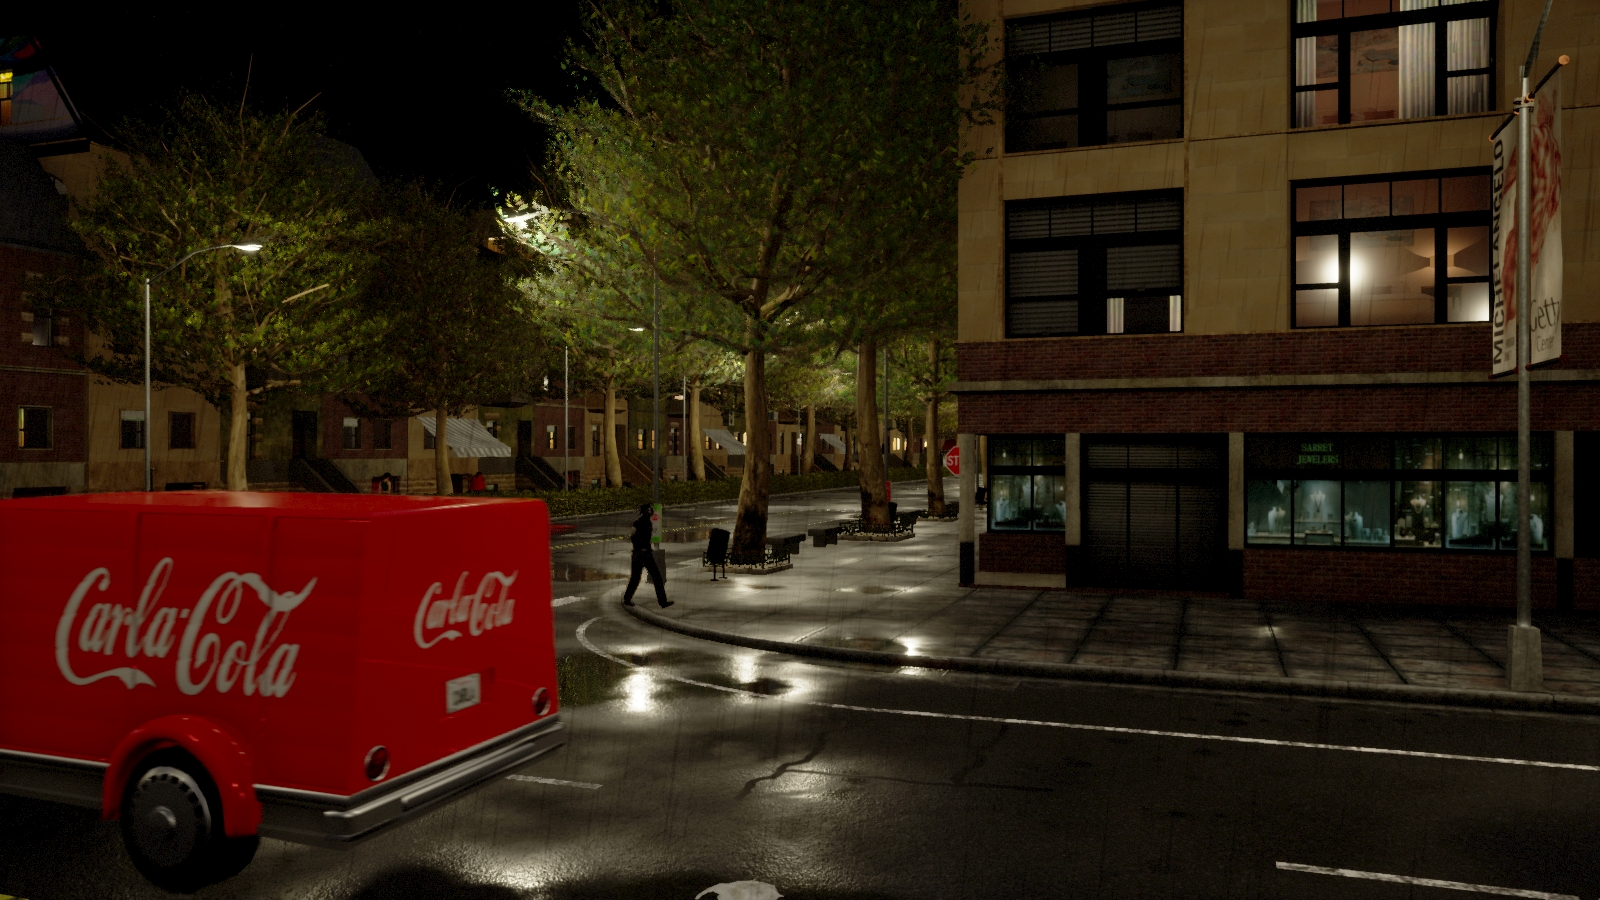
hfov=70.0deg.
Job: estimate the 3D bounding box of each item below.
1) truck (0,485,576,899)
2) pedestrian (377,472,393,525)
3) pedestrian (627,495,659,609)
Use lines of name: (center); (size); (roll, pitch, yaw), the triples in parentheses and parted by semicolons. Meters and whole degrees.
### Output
truck: (-4.675, 1.567, 8.739); (5.204, 2.467, 2.627); (0, 0, 20)
pedestrian: (-14.687, 1.696, 40.394); (0.375, 1.860, 0.375); (0, 0, 20)
pedestrian: (-2.623, 1.699, 19.091); (0.375, 1.860, 0.375); (0, 0, 35)
